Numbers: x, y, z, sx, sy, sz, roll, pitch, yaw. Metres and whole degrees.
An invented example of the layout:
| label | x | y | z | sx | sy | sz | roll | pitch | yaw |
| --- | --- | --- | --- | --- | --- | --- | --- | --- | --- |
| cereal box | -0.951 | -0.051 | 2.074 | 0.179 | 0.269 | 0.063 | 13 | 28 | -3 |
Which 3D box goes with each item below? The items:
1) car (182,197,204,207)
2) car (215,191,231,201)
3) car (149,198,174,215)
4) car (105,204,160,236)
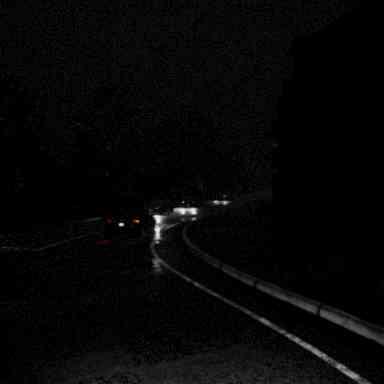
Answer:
| label | x | y | z | sx | sy | sz | roll | pitch | yaw |
| --- | --- | --- | --- | --- | --- | --- | --- | --- | --- |
| car | 0.188 | 1.337 | 44.776 | 1.895 | 1.301 | 4.718 | -1 | 1 | 18 |
| car | 5.758 | 0.674 | 61.877 | 2.097 | 1.767 | 4.553 | -1 | 2 | 18 |
| car | -3.254 | 1.406 | 33.824 | 1.812 | 1.442 | 4.674 | -1 | 2 | 19 |
| car | -3.367 | 1.622 | 18.828 | 1.994 | 1.385 | 4.181 | -1 | 0 | 6 |
